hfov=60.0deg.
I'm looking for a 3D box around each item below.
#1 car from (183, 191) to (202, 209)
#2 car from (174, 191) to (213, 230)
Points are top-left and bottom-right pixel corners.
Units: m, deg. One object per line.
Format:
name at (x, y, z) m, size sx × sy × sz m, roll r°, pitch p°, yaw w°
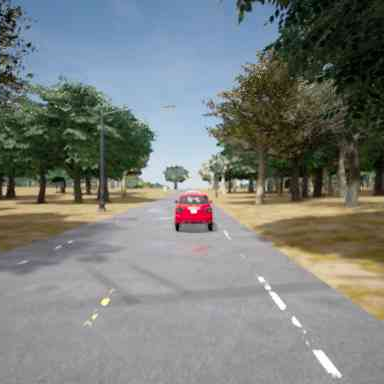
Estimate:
car at (0.109, 0.892, 40.295) m, size 2.150 × 2.045 × 5.566 m, roll 0°, pitch 1°, yaw 0°
car at (0.105, 1.084, 20.304) m, size 2.150 × 2.045 × 5.566 m, roll 0°, pitch 1°, yaw 0°
